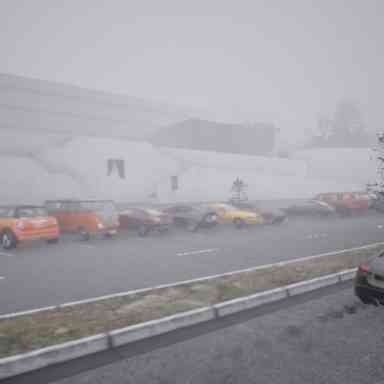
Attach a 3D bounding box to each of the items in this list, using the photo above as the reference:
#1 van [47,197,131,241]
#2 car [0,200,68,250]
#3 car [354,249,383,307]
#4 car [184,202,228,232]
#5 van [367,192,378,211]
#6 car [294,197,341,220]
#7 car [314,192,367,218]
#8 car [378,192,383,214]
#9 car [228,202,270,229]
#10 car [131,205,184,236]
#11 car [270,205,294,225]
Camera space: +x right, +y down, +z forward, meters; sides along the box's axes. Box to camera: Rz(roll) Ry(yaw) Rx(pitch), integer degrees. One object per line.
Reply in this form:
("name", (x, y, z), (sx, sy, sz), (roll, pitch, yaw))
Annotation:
("van", (-5.401, 1.261, 16.319), (4.442, 1.987, 1.878), (-1, -1, 35))
("car", (-7.911, 1.367, 14.625), (4.553, 1.767, 2.185), (-1, -1, 34))
("car", (5.203, 1.546, 6.845), (4.181, 1.385, 1.994), (0, 0, -36))
("car", (-0.668, 1.494, 19.853), (4.792, 1.488, 2.163), (-1, 0, 35))
("van", (14.038, 1.049, 30.171), (4.442, 1.987, 1.878), (-1, 0, 35))
("car", (9.084, 1.394, 26.766), (4.674, 1.452, 2.002), (-1, 0, 35))
("car", (11.481, 1.067, 28.515), (5.566, 2.045, 2.435), (-1, 0, 35))
("car", (16.393, 0.984, 31.953), (5.566, 2.045, 2.435), (-1, 0, 35))
("car", (1.946, 1.436, 21.472), (5.366, 1.575, 1.946), (-1, -1, 35))
("car", (-3.070, 1.516, 18.102), (4.674, 1.452, 2.002), (-1, 0, 35))
("car", (4.247, 1.447, 23.289), (4.792, 1.488, 2.163), (-1, -1, 35))
